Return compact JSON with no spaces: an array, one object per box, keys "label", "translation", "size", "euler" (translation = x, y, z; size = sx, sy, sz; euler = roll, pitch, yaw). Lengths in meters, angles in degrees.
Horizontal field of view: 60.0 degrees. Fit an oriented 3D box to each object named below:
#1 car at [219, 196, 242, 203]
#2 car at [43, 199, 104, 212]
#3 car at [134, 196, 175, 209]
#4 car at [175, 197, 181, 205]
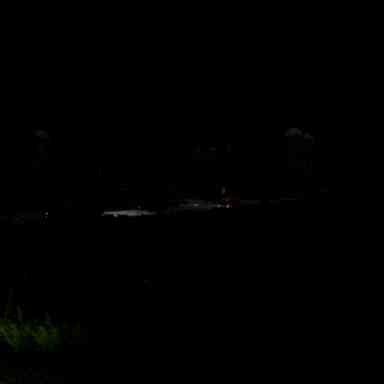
[{"label":"car","translation":[6.206,1.348,53.444],"size":[1.882,1.535,5.008],"euler":[0,0,36]},{"label":"car","translation":[-9.045,1.324,25.935],"size":[2.128,1.511,4.902],"euler":[0,0,36]},{"label":"car","translation":[-4.547,1.429,38.579],"size":[1.895,1.301,4.718],"euler":[0,0,36]},{"label":"car","translation":[-3.243,1.280,45.343],"size":[1.816,1.474,4.193],"euler":[7,4,33]}]
